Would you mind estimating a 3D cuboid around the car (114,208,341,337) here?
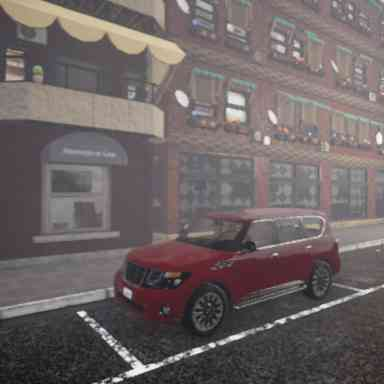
[{"bbox_3d":[1.017,1.298,6.809,5.009,1.841,2.192,0,1,-35],"label":"car"}]
